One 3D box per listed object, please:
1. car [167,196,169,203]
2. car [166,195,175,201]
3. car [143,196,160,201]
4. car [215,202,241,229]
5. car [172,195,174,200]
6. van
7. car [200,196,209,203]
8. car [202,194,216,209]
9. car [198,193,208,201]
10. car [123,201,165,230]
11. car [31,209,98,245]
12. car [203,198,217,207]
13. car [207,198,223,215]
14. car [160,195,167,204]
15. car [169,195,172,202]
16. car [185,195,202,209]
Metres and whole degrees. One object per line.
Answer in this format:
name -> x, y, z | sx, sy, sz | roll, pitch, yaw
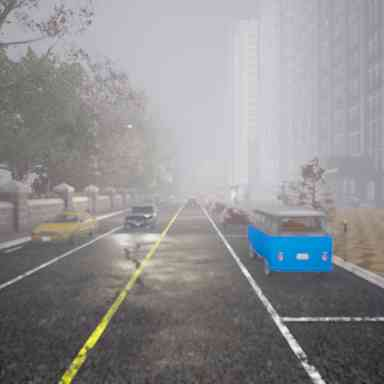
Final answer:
car -> -5.703, 1.530, 60.617 | 1.947, 1.339, 4.313 | 0, 0, 0
car -> -5.709, 1.534, 88.781 | 2.008, 1.369, 4.403 | 0, 0, 0
car -> -5.698, 1.528, 43.722 | 1.947, 1.339, 4.313 | 0, 0, 0
car -> 2.686, 1.559, 21.194 | 1.802, 1.307, 4.206 | 0, 0, 0
car -> -5.706, 1.558, 77.515 | 1.802, 1.307, 4.206 | 0, 0, 0
van -> 2.689, 1.329, 9.931 | 1.690, 1.788, 3.998 | 0, 0, 0
car -> 2.675, 1.497, 72.054 | 1.752, 1.417, 4.829 | 0, 0, 0
car -> 2.682, 1.402, 43.724 | 1.967, 1.590, 4.097 | 0, 0, 0
car -> 2.674, 1.294, 83.149 | 2.192, 1.841, 5.009 | 0, 0, 0
car -> -3.004, 1.539, 20.793 | 1.837, 1.490, 4.892 | 0, 0, 0
car -> -5.693, 1.508, 15.391 | 1.752, 1.417, 4.829 | 0, 0, 0
car -> 2.680, 1.542, 49.355 | 1.802, 1.307, 4.206 | 0, 0, 0
car -> 2.684, 1.551, 32.459 | 1.802, 1.307, 4.206 | 0, 0, 0
car -> -5.701, 1.402, 54.986 | 1.967, 1.590, 4.097 | 0, 0, 0
car -> -5.704, 1.408, 66.250 | 1.967, 1.590, 4.097 | 0, 0, 0
car -> 0.089, 1.488, 43.911 | 1.812, 1.442, 4.674 | 0, 0, 0
